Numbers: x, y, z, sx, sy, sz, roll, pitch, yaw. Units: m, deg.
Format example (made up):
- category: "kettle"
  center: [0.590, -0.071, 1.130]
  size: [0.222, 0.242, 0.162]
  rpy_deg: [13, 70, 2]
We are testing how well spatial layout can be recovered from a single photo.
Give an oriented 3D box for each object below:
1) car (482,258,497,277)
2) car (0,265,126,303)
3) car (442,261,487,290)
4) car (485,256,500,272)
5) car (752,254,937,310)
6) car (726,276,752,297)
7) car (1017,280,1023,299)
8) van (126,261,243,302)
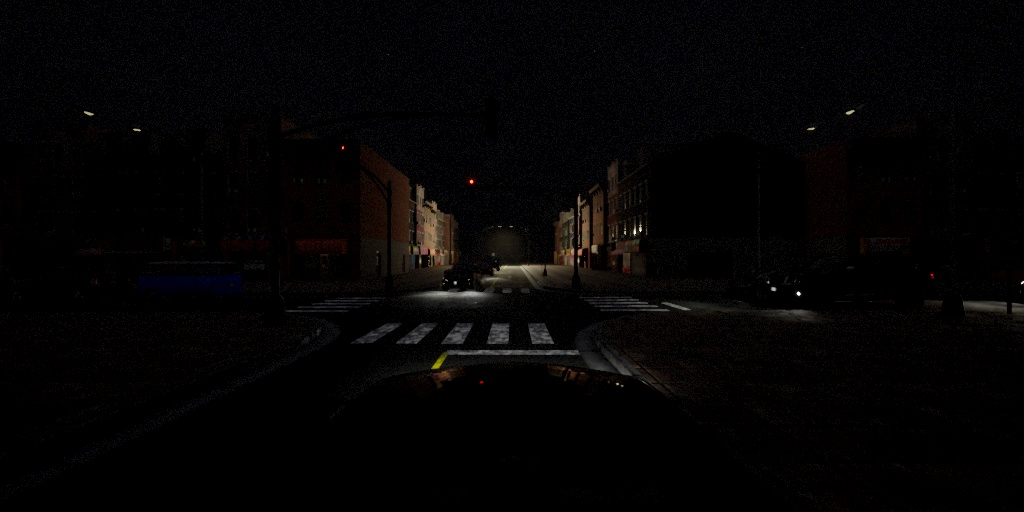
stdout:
- category: "car"
  center: [-2.779, 1.248, 35.635]
  size: [1.882, 1.535, 5.008]
  rpy_deg: [0, 0, 0]
- category: "car"
  center: [-20.189, 1.239, 16.449]
  size: [4.097, 1.591, 1.967]
  rpy_deg: [0, 0, 0]
- category: "car"
  center: [-3.012, 1.266, 22.484]
  size: [1.837, 1.490, 4.892]
  rpy_deg: [0, 0, 4]
- category: "car"
  center: [-2.746, 1.005, 48.488]
  size: [2.150, 2.045, 5.566]
  rpy_deg: [0, 0, 0]
- category: "car"
  center: [12.975, 0.935, 14.003]
  size: [5.566, 2.045, 2.150]
  rpy_deg: [0, 0, 0]
- category: "car"
  center: [12.289, 1.267, 16.538]
  size: [4.403, 1.370, 2.007]
  rpy_deg: [0, 0, 0]
- category: "car"
  center: [23.113, 1.047, 14.028]
  size: [4.553, 1.767, 2.097]
  rpy_deg: [0, 0, 0]
- category: "van"
  center: [-14.714, 1.124, 16.464]
  size: [3.998, 1.789, 1.690]
  rpy_deg: [0, 0, 0]
